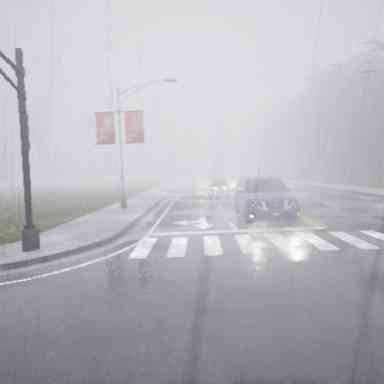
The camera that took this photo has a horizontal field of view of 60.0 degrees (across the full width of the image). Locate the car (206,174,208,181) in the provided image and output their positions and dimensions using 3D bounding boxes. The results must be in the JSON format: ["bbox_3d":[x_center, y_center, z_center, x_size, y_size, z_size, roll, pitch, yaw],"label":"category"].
[{"bbox_3d":[3.950,-3.082,69.610,1.837,1.490,4.892,-2,4,1],"label":"car"}]

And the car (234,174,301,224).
[{"bbox_3d":[3.248,0.257,15.479,2.150,2.045,5.566,-2,5,1],"label":"car"}]

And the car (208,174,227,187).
[{"bbox_3d":[3.648,-1.439,45.785,1.994,1.385,4.181,-2,4,1],"label":"car"}]
